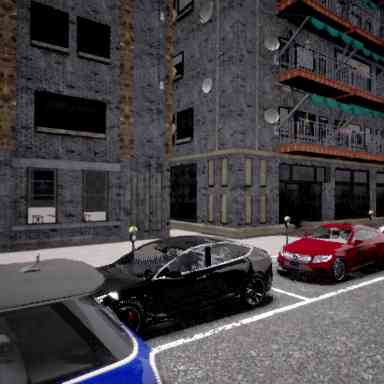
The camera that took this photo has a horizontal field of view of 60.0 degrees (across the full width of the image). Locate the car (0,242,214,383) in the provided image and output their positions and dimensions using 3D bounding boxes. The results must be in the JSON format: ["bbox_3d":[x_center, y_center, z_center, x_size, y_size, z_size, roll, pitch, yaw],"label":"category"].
[{"bbox_3d":[-2.330,1.351,1.710,4.553,1.767,2.097,0,0,-36],"label":"car"}]

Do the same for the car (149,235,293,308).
[{"bbox_3d":[-0.295,1.566,6.356,4.313,1.339,1.947,0,0,-36],"label":"car"}]

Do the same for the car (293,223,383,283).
[{"bbox_3d":[4.303,1.584,9.662,4.206,1.307,1.802,0,0,-36],"label":"car"}]
